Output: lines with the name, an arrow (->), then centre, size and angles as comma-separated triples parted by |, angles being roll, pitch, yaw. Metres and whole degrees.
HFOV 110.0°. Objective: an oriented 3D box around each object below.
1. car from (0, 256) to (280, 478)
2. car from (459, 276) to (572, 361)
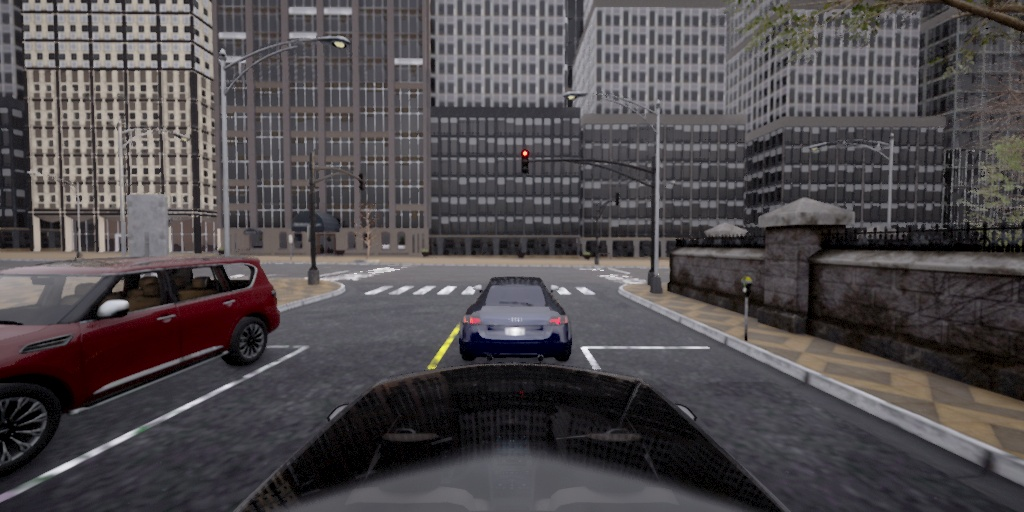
car -> -5.364, 0.962, 4.759 | 2.192, 1.841, 5.009 | 0, 0, 0
car -> 0.088, 1.114, 7.754 | 1.994, 1.385, 4.181 | 0, 2, 1
